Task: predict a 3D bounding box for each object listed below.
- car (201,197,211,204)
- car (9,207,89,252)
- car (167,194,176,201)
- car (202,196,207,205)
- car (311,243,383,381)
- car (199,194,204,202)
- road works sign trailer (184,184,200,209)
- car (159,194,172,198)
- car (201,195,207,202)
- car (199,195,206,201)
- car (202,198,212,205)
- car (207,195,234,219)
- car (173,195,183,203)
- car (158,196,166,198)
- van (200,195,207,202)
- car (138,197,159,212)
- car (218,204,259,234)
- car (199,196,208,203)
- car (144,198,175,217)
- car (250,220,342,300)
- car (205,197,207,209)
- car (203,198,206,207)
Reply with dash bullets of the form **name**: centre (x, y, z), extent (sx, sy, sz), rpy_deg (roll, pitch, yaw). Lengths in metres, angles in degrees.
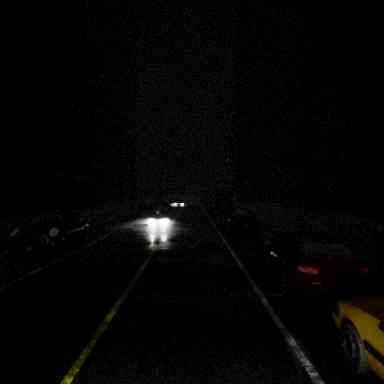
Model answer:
- **car**: centre (2.843, 1.789, 69.806), extent (1.947, 1.339, 4.313), rpy_deg (0, 0, 0)
- **car**: centre (-5.750, 1.483, 13.792), extent (1.967, 1.590, 4.097), rpy_deg (0, 0, 0)
- **car**: centre (-5.657, 1.613, 92.222), extent (2.192, 1.841, 5.009), rpy_deg (0, 0, 0)
- **car**: centre (2.816, 1.701, 47.399), extent (2.008, 1.369, 4.403), rpy_deg (0, 0, 0)
- **car**: centre (2.763, 1.534, 2.755), extent (1.752, 1.417, 4.829), rpy_deg (0, 0, 0)
- **car**: centre (2.828, 1.502, 58.603), extent (2.192, 1.841, 5.009), rpy_deg (0, 0, 0)
- **road works sign trailer**: centre (0.058, 0.621, 49.206), extent (2.380, 3.560, 2.880), rpy_deg (0, 0, 0)
- **car**: centre (-5.690, 1.520, 64.212), extent (2.192, 1.841, 5.009), rpy_deg (0, 0, 0)
- **car**: centre (2.823, 1.695, 53.170), extent (1.752, 1.417, 4.829), rpy_deg (0, 0, 0)
- **car**: centre (2.869, 1.738, 92.212), extent (1.967, 1.590, 4.097), rpy_deg (0, 0, 0)
- **car**: centre (2.836, 1.787, 64.204), extent (1.802, 1.307, 4.206), rpy_deg (0, 0, 0)
- **car**: centre (2.795, 1.411, 30.594), extent (2.192, 1.841, 5.009), rpy_deg (0, 0, 0)
- **car**: centre (-2.913, 1.779, 73.500), extent (1.895, 1.301, 4.718), rpy_deg (0, 0, 0)
- **car**: centre (-5.703, 1.719, 53.006), extent (2.008, 1.369, 4.403), rpy_deg (0, 0, 0)
- **van**: centre (2.862, 1.620, 86.612), extent (1.690, 1.788, 3.998), rpy_deg (0, 0, 0)
- **car**: centre (-5.716, 1.677, 41.802), extent (1.887, 1.381, 4.507), rpy_deg (0, 0, 0)
- **car**: centre (2.783, 1.605, 19.390), extent (1.887, 1.381, 4.507), rpy_deg (0, 0, 0)
- **car**: centre (2.856, 1.701, 81.009), extent (1.967, 1.590, 4.097), rpy_deg (0, 0, 0)
- **car**: centre (-3.058, 1.593, 32.325), extent (2.128, 1.511, 4.902), rpy_deg (0, 0, 0)
- **car**: centre (2.770, 1.608, 8.187), extent (1.802, 1.307, 4.206), rpy_deg (0, 0, 0)
- **car**: centre (2.802, 1.554, 36.196), extent (1.967, 1.590, 4.097), rpy_deg (0, 0, 0)
- **car**: centre (2.809, 1.698, 41.797), extent (1.947, 1.339, 4.313), rpy_deg (0, 0, 0)
